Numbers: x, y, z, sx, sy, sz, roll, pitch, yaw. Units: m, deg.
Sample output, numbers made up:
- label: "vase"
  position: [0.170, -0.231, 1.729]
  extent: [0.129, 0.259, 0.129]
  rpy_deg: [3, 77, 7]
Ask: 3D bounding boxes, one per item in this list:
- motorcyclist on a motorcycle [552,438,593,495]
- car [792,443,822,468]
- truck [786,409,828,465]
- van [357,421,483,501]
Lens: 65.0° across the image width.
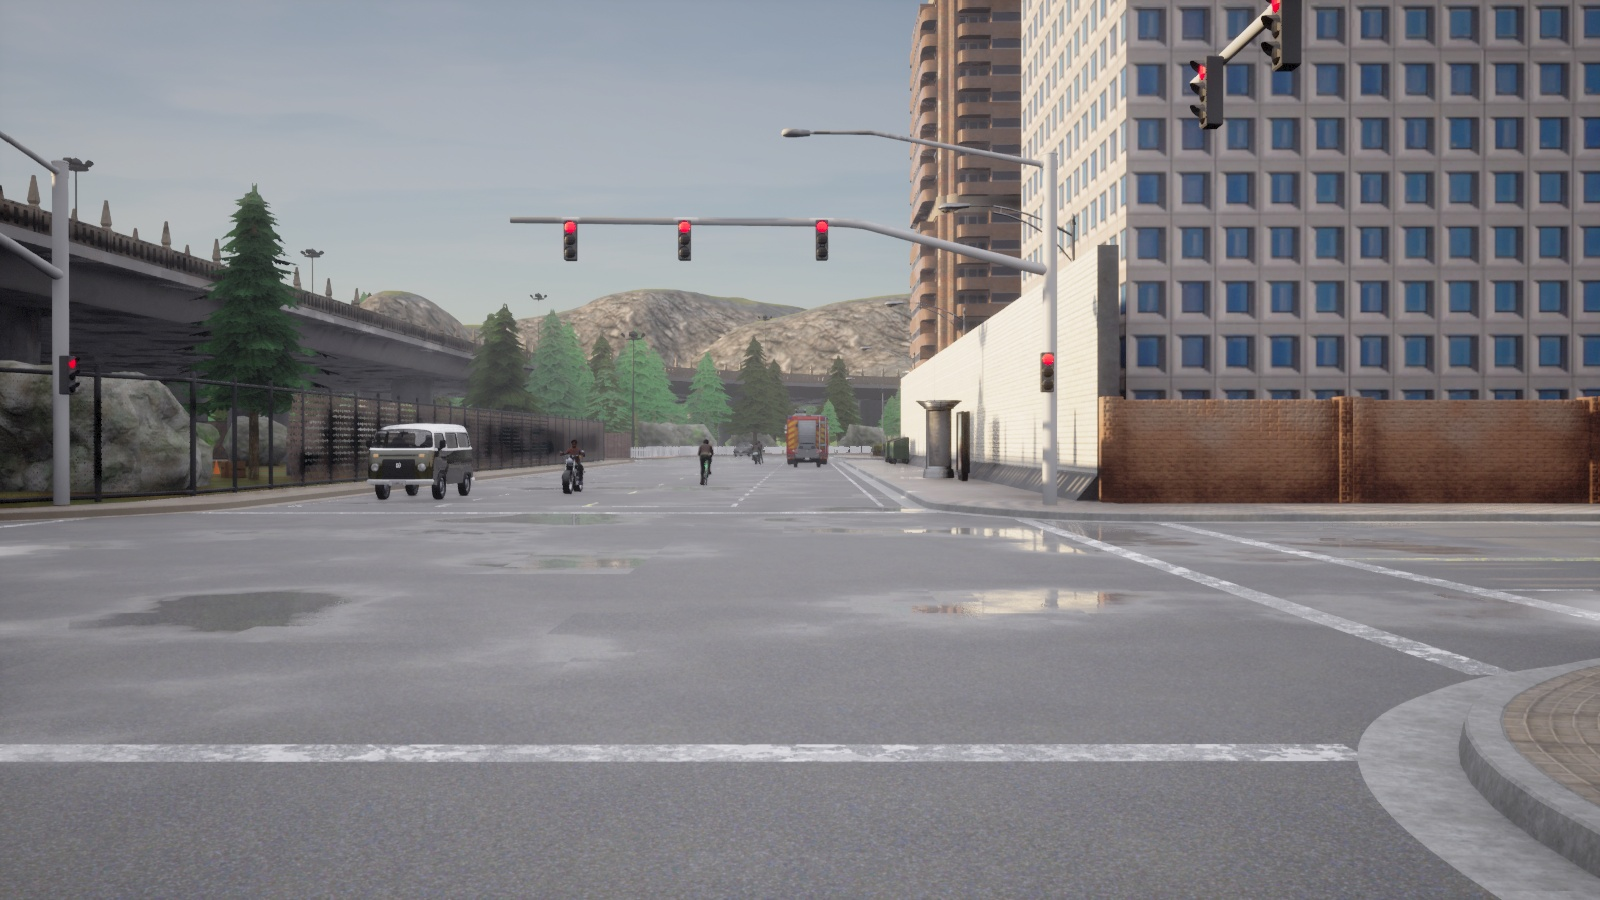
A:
- label: "motorcyclist on a motorcycle"
  position: [-6.781, 0.480, 37.514]
  extent: [0.766, 1.649, 2.350]
  rpy_deg: [0, 0, 0]
- label: "car"
  position: [0.441, 0.317, 78.213]
  extent: [1.845, 1.501, 3.633]
  rpy_deg: [0, 0, 0]
- label: "truck"
  position: [0.497, -0.924, 89.730]
  extent: [2.891, 3.827, 8.468]
  rpy_deg: [0, 0, 0]
- label: "van"
  position: [-10.298, 0.267, 34.391]
  extent: [2.069, 2.038, 4.480]
  rpy_deg: [0, 0, 0]
